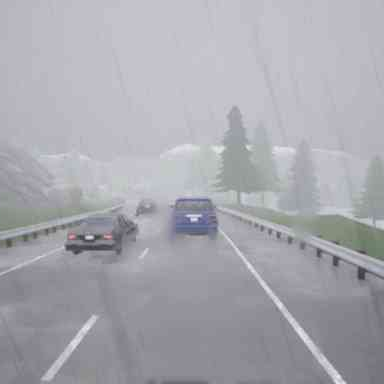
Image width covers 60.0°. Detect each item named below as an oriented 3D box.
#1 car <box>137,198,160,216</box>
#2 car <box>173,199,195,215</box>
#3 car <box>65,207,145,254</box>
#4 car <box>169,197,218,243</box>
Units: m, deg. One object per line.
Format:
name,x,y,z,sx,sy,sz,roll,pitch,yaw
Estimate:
car,-4.223,1.373,32.380,2.097,1.767,4.553,0,0,-4
car,-1.000,1.570,36.215,2.033,1.411,5.357,0,0,-5
car,-3.420,1.556,13.535,2.033,1.411,5.357,0,0,0
car,0.043,1.232,16.403,2.150,2.045,5.566,0,0,-1
